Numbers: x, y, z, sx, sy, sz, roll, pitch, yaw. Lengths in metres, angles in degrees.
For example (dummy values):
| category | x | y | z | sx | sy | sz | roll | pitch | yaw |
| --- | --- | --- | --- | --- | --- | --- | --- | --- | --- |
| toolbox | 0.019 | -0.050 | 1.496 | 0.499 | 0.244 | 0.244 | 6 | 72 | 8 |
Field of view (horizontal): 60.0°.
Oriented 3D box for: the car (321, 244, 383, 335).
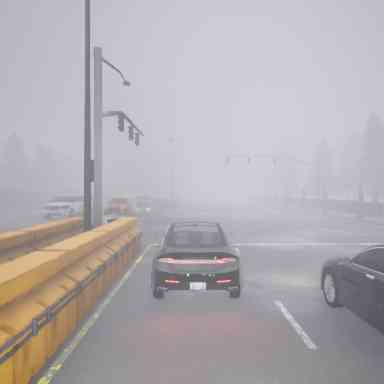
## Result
| category | x | y | z | sx | sy | sz | roll | pitch | yaw |
| --- | --- | --- | --- | --- | --- | --- | --- | --- | --- |
| car | 3.597 | 1.505 | 5.049 | 1.837 | 1.490 | 4.892 | 0 | 0 | 0 |

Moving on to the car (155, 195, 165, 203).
| category | x | y | z | sx | sy | sz | roll | pitch | yaw |
| --- | --- | --- | --- | --- | --- | --- | --- | --- | --- |
| car | -7.081 | 1.547 | 65.187 | 2.033 | 1.411 | 5.357 | 0 | 0 | 1 |

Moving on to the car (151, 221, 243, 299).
| category | x | y | z | sx | sy | sz | roll | pitch | yaw |
| --- | --- | --- | --- | --- | --- | --- | --- | --- | --- |
| car | 0.078 | 1.492 | 8.463 | 2.128 | 1.511 | 4.902 | 0 | 0 | -1 |

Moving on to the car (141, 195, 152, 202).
| category | x | y | z | sx | sy | sz | roll | pitch | yaw |
| --- | --- | --- | --- | --- | --- | --- | --- | --- | --- |
| car | -10.558 | 1.474 | 77.888 | 1.882 | 1.535 | 5.008 | 0 | 0 | 0 |

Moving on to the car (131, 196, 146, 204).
| category | x | y | z | sx | sy | sz | roll | pitch | yaw |
| --- | --- | --- | --- | --- | --- | --- | --- | --- | --- |
| car | -10.577 | 1.492 | 65.602 | 2.128 | 1.511 | 4.902 | 0 | 0 | 1 |

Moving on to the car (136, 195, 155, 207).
| category | x | y | z | sx | sy | sz | roll | pitch | yaw |
| --- | --- | --- | --- | --- | --- | --- | --- | --- | --- |
| car | -7.133 | 1.353 | 49.582 | 2.097 | 1.767 | 4.553 | 0 | 0 | 0 |

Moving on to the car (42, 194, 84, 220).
| category | x | y | z | sx | sy | sz | roll | pitch | yaw |
| --- | --- | --- | --- | --- | --- | --- | --- | --- | --- |
| car | -10.623 | 1.221 | 28.301 | 2.150 | 2.045 | 5.566 | 0 | 0 | 0 |

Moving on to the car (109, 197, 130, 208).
| category | x | y | z | sx | sy | sz | roll | pitch | yaw |
| --- | --- | --- | --- | --- | --- | --- | --- | --- | --- |
| car | -10.634 | 1.547 | 49.263 | 2.033 | 1.411 | 5.357 | 0 | 0 | 0 |

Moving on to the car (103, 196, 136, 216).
| category | x | y | z | sx | sy | sz | roll | pitch | yaw |
| --- | --- | --- | --- | --- | --- | --- | --- | --- | --- |
| car | -7.125 | 1.352 | 32.430 | 2.097 | 1.767 | 4.553 | 0 | 0 | 0 |
